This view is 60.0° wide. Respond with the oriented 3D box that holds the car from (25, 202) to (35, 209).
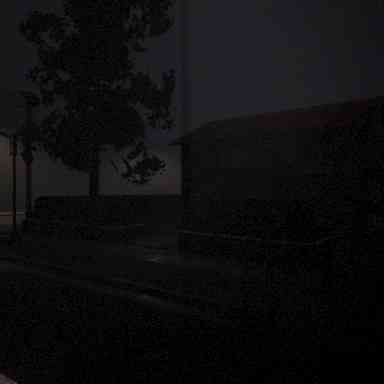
[{"bbox_3d":[-19.445,1.524,43.810,1.812,1.442,4.674,0,0,36],"label":"car"}]
